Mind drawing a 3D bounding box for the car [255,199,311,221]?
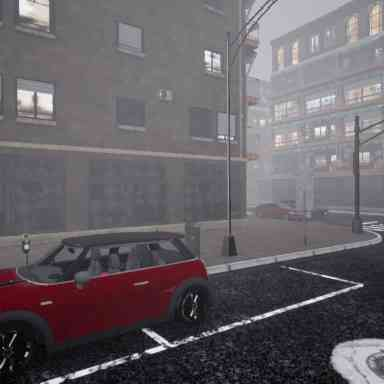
[{"bbox_3d":[6.792,1.472,26.182,1.802,1.307,4.206,0,0,-35],"label":"car"}]

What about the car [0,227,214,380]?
[{"bbox_3d":[-1.698,1.440,5.408,4.097,1.590,1.967,0,0,-35],"label":"car"}]

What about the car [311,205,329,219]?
[{"bbox_3d":[8.879,1.347,27.703,1.882,1.535,5.008,-1,1,-35],"label":"car"}]
